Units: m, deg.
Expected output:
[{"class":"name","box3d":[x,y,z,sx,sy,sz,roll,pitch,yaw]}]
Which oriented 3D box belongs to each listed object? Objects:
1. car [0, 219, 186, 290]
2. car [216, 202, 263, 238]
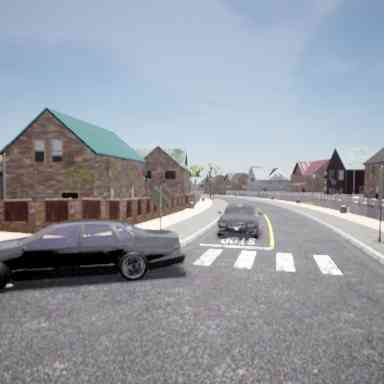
[{"class":"car","box3d":[-2.877,1.414,8.379,5.357,1.411,2.033,-1,1,-14]},{"class":"car","box3d":[2.400,1.288,16.399,1.837,1.490,4.892,1,1,13]}]
